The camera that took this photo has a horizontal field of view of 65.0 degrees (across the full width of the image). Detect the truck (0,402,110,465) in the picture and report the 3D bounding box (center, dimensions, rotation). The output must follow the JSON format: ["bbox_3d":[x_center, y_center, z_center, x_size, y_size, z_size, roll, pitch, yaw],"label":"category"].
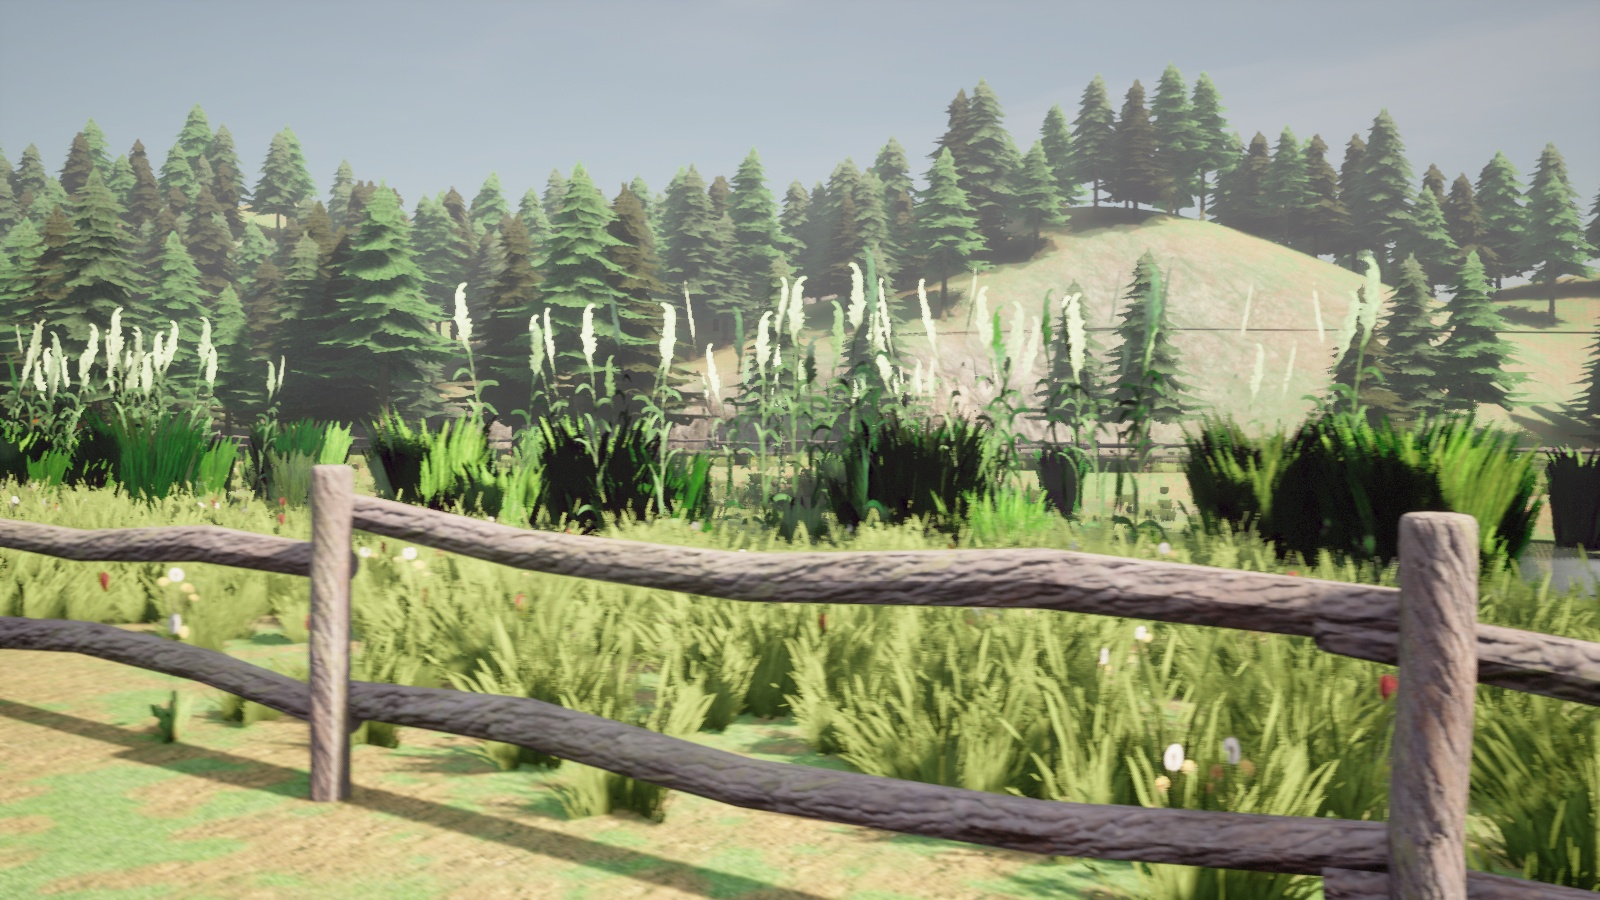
[{"bbox_3d":[-48.095,-1.030,78.207,8.468,3.827,2.891,-1,1,-3],"label":"truck"}]
